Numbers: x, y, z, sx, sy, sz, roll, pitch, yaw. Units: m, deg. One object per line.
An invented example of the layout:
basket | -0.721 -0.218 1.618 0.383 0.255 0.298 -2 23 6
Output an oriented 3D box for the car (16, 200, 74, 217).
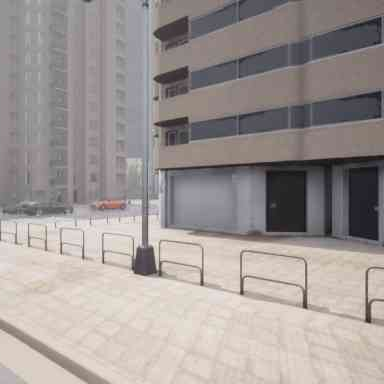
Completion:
car | -13.721 1.562 31.880 1.837 1.490 4.892 0 0 39

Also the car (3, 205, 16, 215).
car | -16.641 1.563 34.127 1.837 1.490 4.892 0 0 39

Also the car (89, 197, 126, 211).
car | -10.581 1.410 41.716 2.097 1.767 4.553 0 0 39
